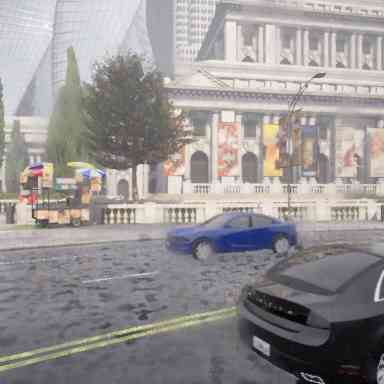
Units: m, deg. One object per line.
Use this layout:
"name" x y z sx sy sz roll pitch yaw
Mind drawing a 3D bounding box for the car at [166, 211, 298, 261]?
"car" 1.514 1.477 12.201 5.008 1.535 1.882 0 0 -22

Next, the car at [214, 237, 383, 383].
"car" 2.952 1.507 4.968 4.892 1.490 1.837 -1 0 -27
